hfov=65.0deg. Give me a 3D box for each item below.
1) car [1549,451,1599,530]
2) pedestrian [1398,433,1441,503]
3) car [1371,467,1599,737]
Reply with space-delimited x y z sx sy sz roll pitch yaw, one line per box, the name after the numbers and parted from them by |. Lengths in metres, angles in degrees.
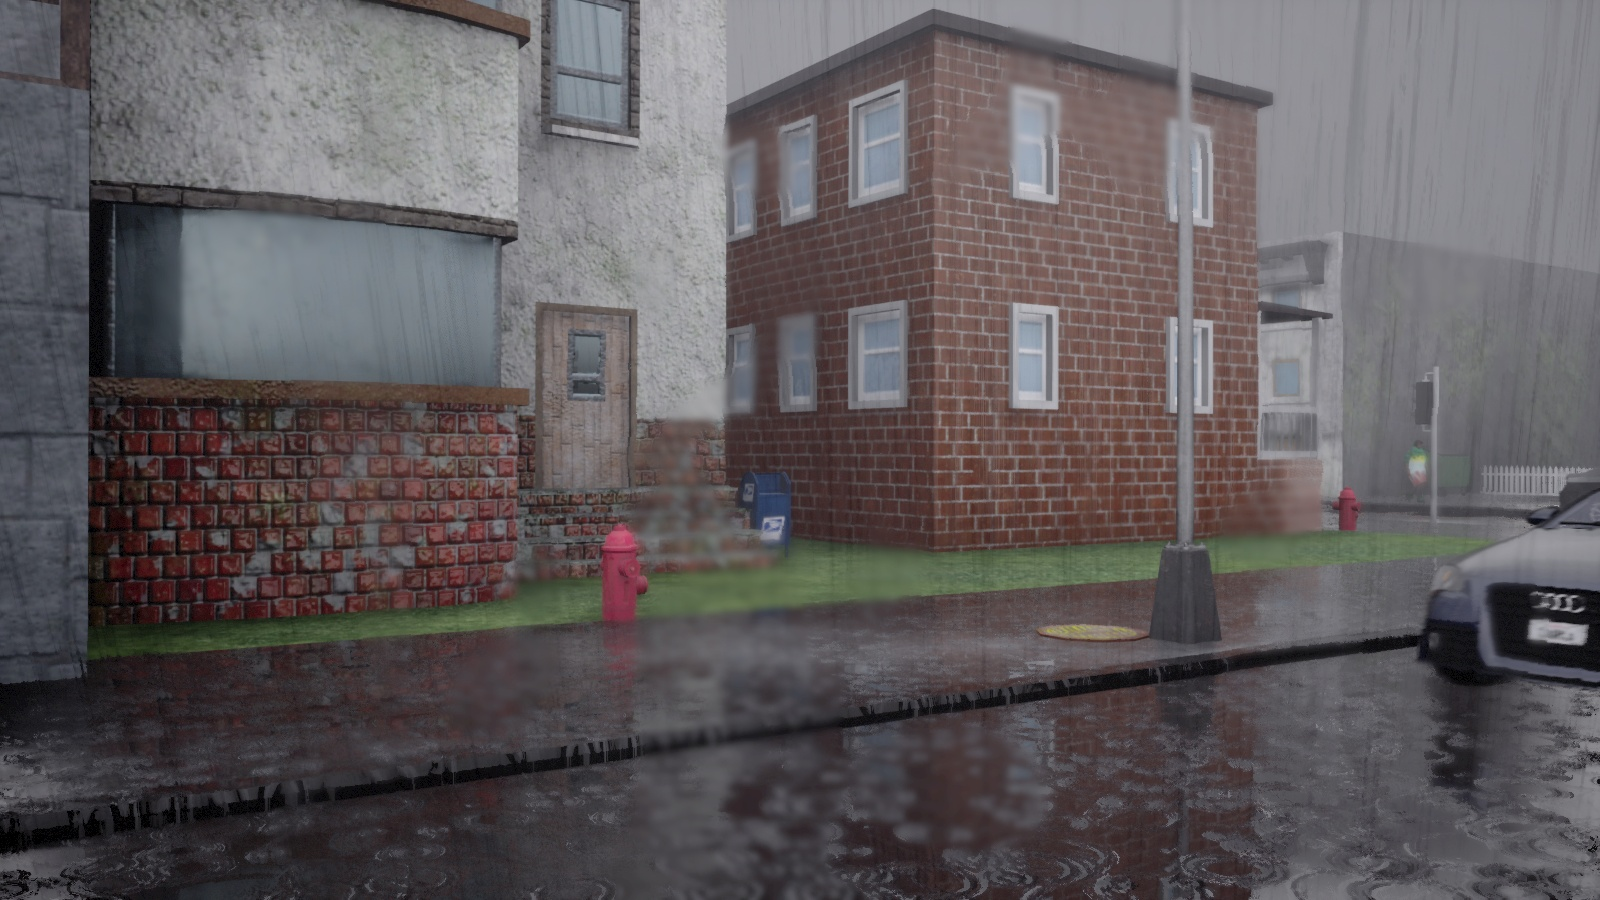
16.728 0.770 22.946 1.837 1.490 4.892 0 0 -33 | car
17.631 0.505 35.761 0.659 1.952 0.873 0 0 -23 | pedestrian
5.798 0.816 7.995 4.181 1.385 1.994 0 0 -33 | car
